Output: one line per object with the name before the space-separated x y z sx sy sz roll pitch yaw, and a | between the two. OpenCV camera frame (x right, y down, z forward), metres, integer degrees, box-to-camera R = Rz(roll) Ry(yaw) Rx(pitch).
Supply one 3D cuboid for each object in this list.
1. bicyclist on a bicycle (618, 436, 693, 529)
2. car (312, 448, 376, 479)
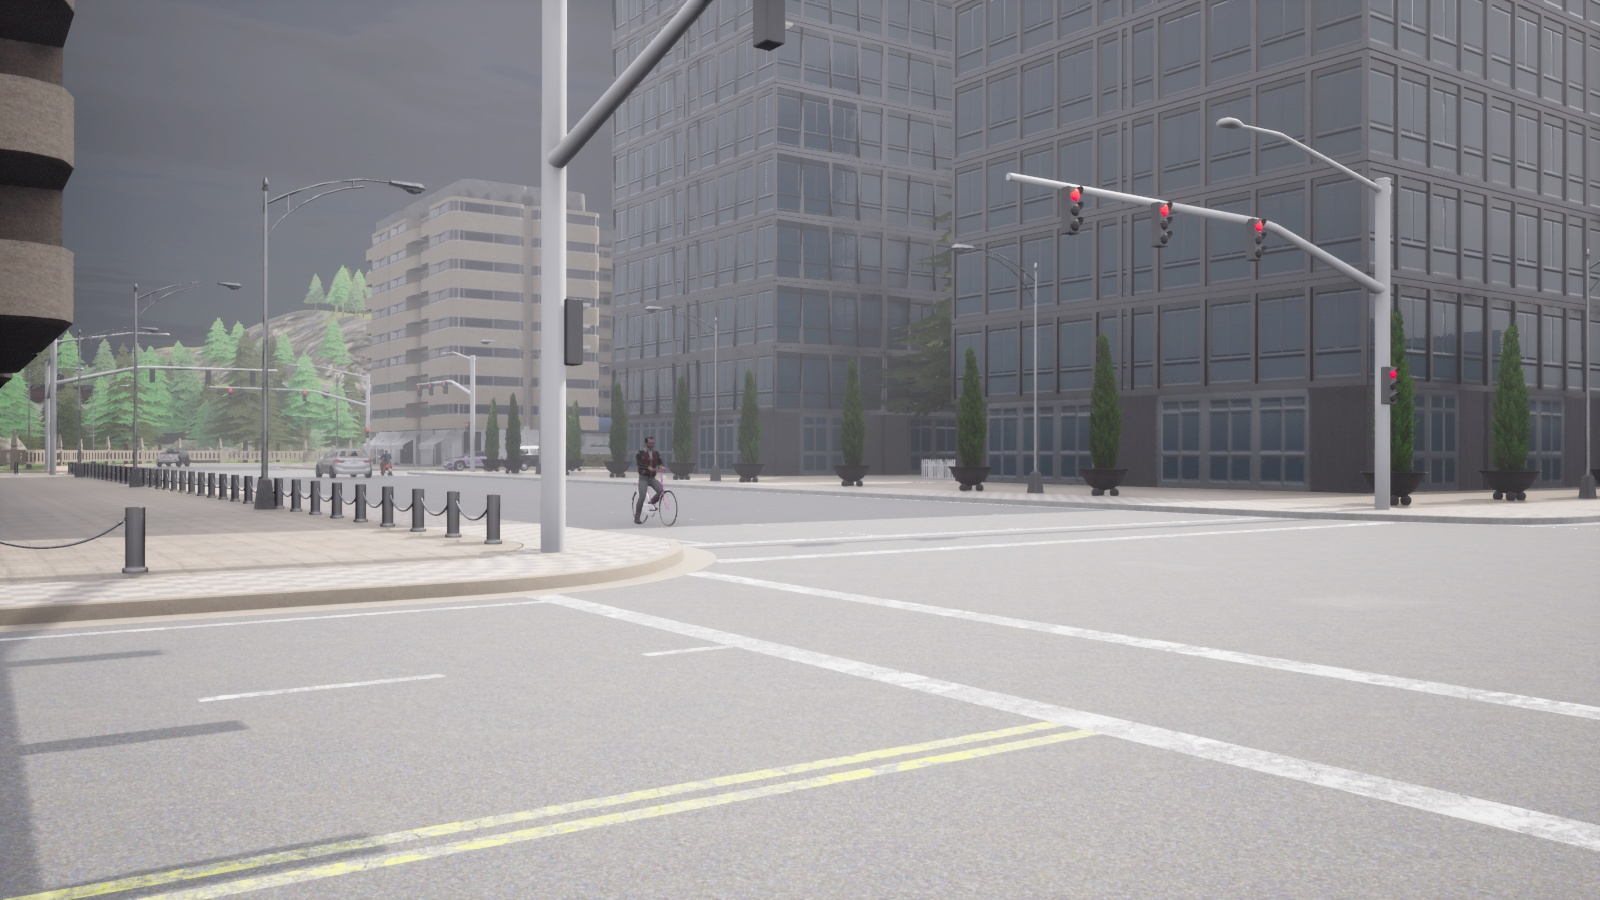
bicyclist on a bicycle | -2.865 0.627 24.769 0.659 1.776 1.843 0 0 -35
car | -25.523 0.760 70.225 2.242 1.667 4.611 0 0 -35
